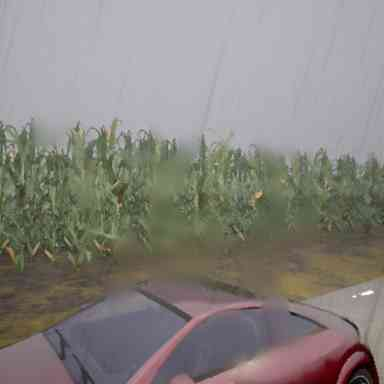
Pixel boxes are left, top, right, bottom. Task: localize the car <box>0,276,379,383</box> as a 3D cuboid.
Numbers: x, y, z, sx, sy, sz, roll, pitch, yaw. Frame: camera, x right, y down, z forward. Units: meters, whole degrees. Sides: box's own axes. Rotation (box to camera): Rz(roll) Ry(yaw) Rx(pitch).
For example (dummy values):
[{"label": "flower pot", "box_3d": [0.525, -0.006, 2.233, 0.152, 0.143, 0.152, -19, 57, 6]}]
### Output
[{"label": "car", "box_3d": [-0.222, 1.563, 2.907, 4.181, 1.385, 1.994, 0, 0, -35]}]
